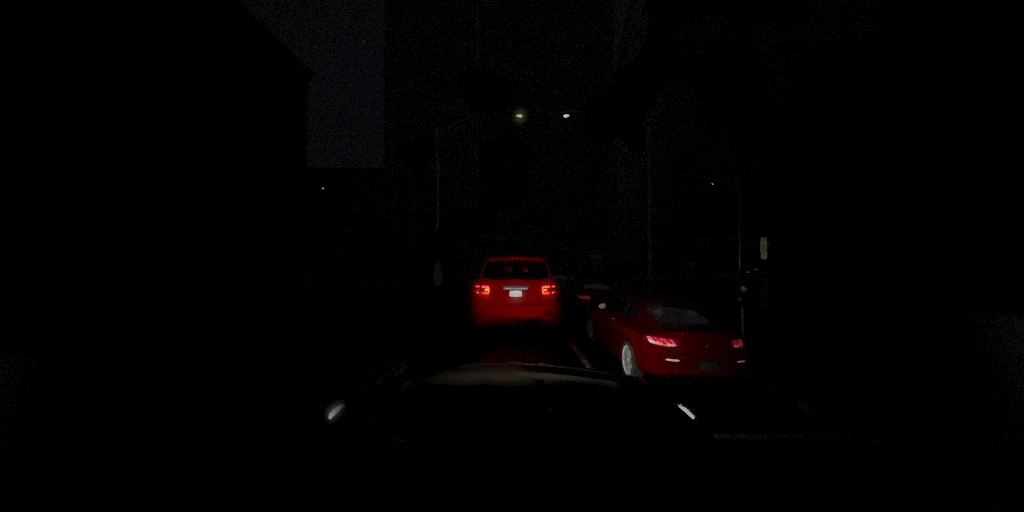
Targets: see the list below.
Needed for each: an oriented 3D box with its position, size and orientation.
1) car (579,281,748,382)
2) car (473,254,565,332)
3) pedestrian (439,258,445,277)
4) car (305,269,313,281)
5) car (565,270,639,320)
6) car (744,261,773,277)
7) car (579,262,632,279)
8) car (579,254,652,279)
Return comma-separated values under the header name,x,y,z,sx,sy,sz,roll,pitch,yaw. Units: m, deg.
name,x,y,z,sx,sy,sz,roll,pitch,yaw
car,2.644,1.334,6.896,1.802,1.307,4.207,0,0,0
car,0.113,0.976,11.055,2.150,2.045,5.566,0,0,1
pedestrian,-6.770,1.052,34.434,0.375,1.860,0.375,0,-1,0
car,-20.295,1.497,31.593,5.008,1.535,1.882,-1,-1,0
car,2.654,1.337,12.335,1.802,1.307,4.207,0,0,0
car,22.947,1.109,31.336,4.674,1.442,1.812,0,-1,0
car,8.082,1.273,31.401,4.181,1.385,1.994,-1,-1,3
car,8.067,0.882,28.469,5.566,2.045,2.150,-1,-1,0
